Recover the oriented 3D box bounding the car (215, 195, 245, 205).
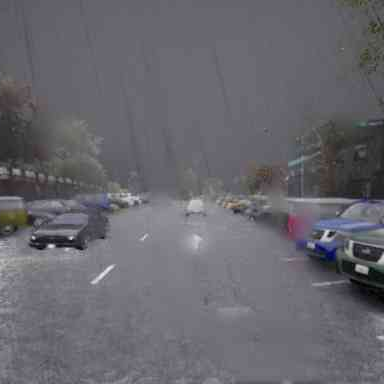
[{"bbox_3d":[6.588,1.372,57.973,4.553,1.767,2.185,1,0,-19],"label":"car"}]

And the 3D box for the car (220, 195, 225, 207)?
[{"bbox_3d":[6.382,1.500,40.209,5.008,1.535,2.097,1,0,-20],"label":"car"}]

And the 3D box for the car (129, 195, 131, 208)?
[{"bbox_3d":[-10.541,1.463,41.240,4.892,1.521,2.231,-1,0,-19],"label":"car"}]

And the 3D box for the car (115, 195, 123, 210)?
[{"bbox_3d":[-10.439,1.458,35.269,5.366,1.575,1.946,-1,0,-19],"label":"car"}]

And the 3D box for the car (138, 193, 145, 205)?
[{"bbox_3d":[-10.443,1.209,50.327,5.566,2.045,2.435,-1,0,-19],"label":"car"}]

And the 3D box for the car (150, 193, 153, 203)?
[{"bbox_3d":[-10.321,1.332,62.411,4.553,1.767,2.185,-1,0,-20],"label":"car"}]

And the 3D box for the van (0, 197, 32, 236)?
[{"bbox_3d":[-10.900,1.240,17.029,4.442,1.987,1.878,-1,0,-19],"label":"van"}]

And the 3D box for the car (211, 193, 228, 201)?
[{"bbox_3d":[6.356,1.492,54.938,5.366,1.575,1.946,1,0,-19],"label":"car"}]

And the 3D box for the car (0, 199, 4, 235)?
[{"bbox_3d":[-10.853,1.339,14.046,4.553,1.767,2.185,-1,0,-20],"label":"car"}]

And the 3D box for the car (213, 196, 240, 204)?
[{"bbox_3d":[6.613,1.536,63.882,4.674,1.452,2.002,1,0,-19],"label":"car"}]

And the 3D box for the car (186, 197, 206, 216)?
[{"bbox_3d":[0.405,1.527,32.556,1.812,1.442,4.674,0,0,1],"label":"car"}]

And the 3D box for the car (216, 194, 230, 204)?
[{"bbox_3d":[6.437,1.499,46.138,5.008,1.535,2.097,1,0,-19],"label":"car"}]

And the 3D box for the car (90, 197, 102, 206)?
[{"bbox_3d":[-10.641,1.493,29.169,4.792,1.488,2.163,-1,0,-19],"label":"car"}]

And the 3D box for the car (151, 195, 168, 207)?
[{"bbox_3d":[-4.604,1.513,49.771,1.812,1.442,4.674,0,0,1],"label":"car"}]

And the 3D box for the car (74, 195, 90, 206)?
[{"bbox_3d":[-10.673,1.339,26.145,4.553,1.767,2.185,-1,0,-19],"label":"car"}]

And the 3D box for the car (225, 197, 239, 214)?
[{"bbox_3d":[6.301,1.531,34.279,4.792,1.488,2.163,1,0,-19],"label":"car"}]

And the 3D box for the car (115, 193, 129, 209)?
[{"bbox_3d":[-10.554,1.211,38.233,5.566,2.045,2.435,-1,0,-19],"label":"car"}]

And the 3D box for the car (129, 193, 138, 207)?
[{"bbox_3d":[-10.557,1.211,44.261,5.566,2.045,2.435,-1,0,-20],"label":"car"}]

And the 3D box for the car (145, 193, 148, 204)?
[{"bbox_3d":[-10.434,1.334,56.346,4.553,1.767,2.185,-1,0,-19],"label":"car"}]

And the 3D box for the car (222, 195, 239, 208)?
[{"bbox_3d":[6.524,1.501,37.324,5.366,1.575,1.946,1,0,-19],"label":"car"}]

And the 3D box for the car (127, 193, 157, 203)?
[{"bbox_3d":[-10.315,1.206,68.429,5.566,2.045,2.435,-1,0,-19],"label":"car"}]

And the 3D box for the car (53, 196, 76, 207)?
[{"bbox_3d":[-10.694,1.339,23.116,4.553,1.767,2.185,-1,0,-19],"label":"car"}]

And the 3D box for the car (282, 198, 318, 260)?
[{"bbox_3d":[6.075,1.250,10.610,5.566,2.045,2.435,1,0,-19],"label":"car"}]

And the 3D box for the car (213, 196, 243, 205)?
[{"bbox_3d":[6.590,1.498,60.924,4.892,1.521,2.231,1,0,-19],"label":"car"}]

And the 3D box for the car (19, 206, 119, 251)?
[{"bbox_3d":[-4.950,1.538,14.411,2.033,1.411,5.357,0,0,1],"label":"car"}]

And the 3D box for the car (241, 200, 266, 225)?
[{"bbox_3d":[6.209,1.504,22.454,4.892,1.521,2.231,1,0,-20],"label":"car"}]

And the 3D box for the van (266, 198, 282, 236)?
[{"bbox_3d":[6.266,1.279,16.585,4.442,1.987,1.878,1,0,-19],"label":"van"}]

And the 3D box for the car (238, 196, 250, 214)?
[{"bbox_3d":[6.270,1.378,25.428,4.553,1.767,2.185,1,0,-19],"label":"car"}]

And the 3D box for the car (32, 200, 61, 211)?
[{"bbox_3d":[-10.767,1.466,20.096,4.892,1.521,2.231,-1,0,-19],"label":"car"}]

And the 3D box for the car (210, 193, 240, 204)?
[{"bbox_3d":[6.669,1.245,66.857,5.566,2.045,2.435,1,0,-19],"label":"car"}]

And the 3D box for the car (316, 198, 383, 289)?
[{"bbox_3d":[6.045,1.250,7.651,5.566,2.045,2.435,1,0,-19],"label":"car"}]

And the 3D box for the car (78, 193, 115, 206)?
[{"bbox_3d":[-10.672,1.213,32.171,5.566,2.045,2.435,-1,0,-20],"label":"car"}]

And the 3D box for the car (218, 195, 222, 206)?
[{"bbox_3d":[6.582,1.500,43.241,5.366,1.575,1.946,1,0,-19],"label":"car"}]

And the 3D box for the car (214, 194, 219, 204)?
[{"bbox_3d":[6.500,1.500,52.054,4.892,1.521,2.231,1,0,-19],"label":"car"}]

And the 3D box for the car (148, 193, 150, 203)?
[{"bbox_3d":[-10.411,1.334,59.374,4.553,1.767,2.185,-1,0,-19],"label":"car"}]
